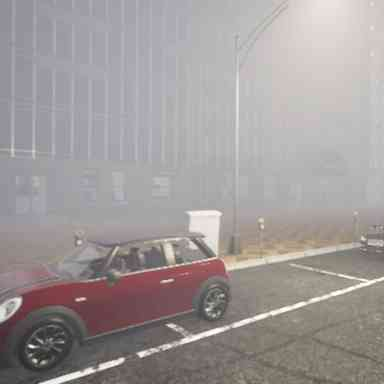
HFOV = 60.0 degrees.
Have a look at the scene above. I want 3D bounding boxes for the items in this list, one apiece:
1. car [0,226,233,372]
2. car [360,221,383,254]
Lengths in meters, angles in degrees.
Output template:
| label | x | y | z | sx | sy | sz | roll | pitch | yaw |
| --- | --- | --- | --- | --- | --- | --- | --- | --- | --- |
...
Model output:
| label | x | y | z | sx | sy | sz | roll | pitch | yaw |
| --- | --- | --- | --- | --- | --- | --- | --- | --- | --- |
| car | -1.327 | 1.442 | 5.603 | 4.097 | 1.590 | 1.967 | 0 | 0 | -36 |
| car | 7.857 | 1.559 | 12.161 | 4.403 | 1.369 | 2.008 | 0 | 1 | -36 |
